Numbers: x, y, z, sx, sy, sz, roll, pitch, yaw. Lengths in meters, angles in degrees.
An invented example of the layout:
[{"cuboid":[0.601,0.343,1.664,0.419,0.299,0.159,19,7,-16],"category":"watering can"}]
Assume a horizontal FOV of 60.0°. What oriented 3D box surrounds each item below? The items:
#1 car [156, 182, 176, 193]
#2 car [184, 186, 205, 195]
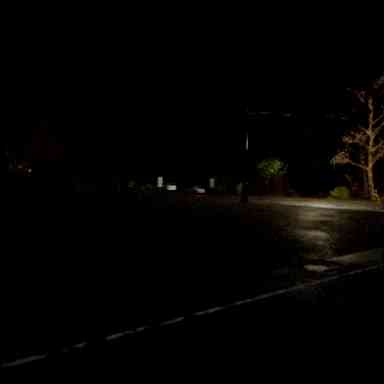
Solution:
[{"cuboid":[-5.404,-0.982,68.622,2.150,2.045,5.566,0,2,-36],"category":"car"},{"cuboid":[0.439,-0.277,60.479,1.812,1.442,4.674,0,2,-36],"category":"car"}]
